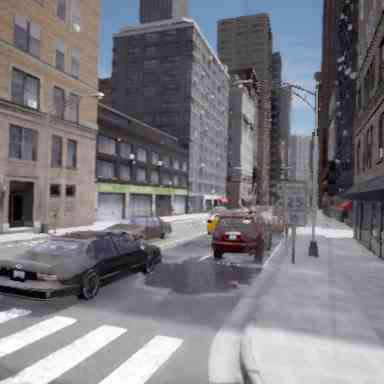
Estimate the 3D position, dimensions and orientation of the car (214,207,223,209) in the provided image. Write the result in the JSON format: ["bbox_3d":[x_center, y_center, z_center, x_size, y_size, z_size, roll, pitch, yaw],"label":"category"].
[{"bbox_3d":[3.569,2.696,44.181,1.967,1.590,4.097,1,-2,19],"label":"car"}]

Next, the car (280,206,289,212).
[{"bbox_3d":[23.082,4.178,82.838,1.882,1.535,5.008,2,-1,19],"label":"car"}]

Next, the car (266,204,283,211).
[{"bbox_3d":[9.756,2.595,36.041,2.192,1.841,5.009,1,-2,19],"label":"car"}]

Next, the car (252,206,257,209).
[{"bbox_3d":[11.011,3.570,65.499,1.947,1.339,4.313,1,-2,19],"label":"car"}]

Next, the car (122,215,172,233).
[{"bbox_3d":[-2.805,1.982,18.123,2.033,1.411,5.357,2,-1,19],"label":"car"}]

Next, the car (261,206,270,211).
[{"bbox_3d":[20.316,4.534,92.150,1.802,1.307,4.206,1,-2,19],"label":"car"}]

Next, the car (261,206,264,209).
[{"bbox_3d":[14.736,3.822,76.162,1.967,1.590,4.097,1,-2,19],"label":"car"}]

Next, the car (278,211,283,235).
[{"bbox_3d":[6.084,2.436,25.535,1.752,1.417,4.829,1,-2,19],"label":"car"}]

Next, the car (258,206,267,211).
[{"bbox_3d":[18.456,4.306,86.820,1.887,1.381,4.507,1,-2,19],"label":"car"}]

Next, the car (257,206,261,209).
[{"bbox_3d":[12.817,3.713,70.670,1.752,1.417,4.829,1,-2,19],"label":"car"}]

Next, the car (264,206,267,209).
[{"bbox_3d":[16.594,4.153,81.489,1.802,1.307,4.206,1,-2,19],"label":"car"}]

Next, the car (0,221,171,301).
[{"bbox_3d":[-2.670,1.787,9.098,2.033,1.411,5.357,2,-1,19],"label":"car"}]

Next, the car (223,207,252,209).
[{"bbox_3d":[5.899,2.852,42.850,2.033,1.411,5.357,1,-1,20],"label":"car"}]

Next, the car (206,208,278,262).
[{"bbox_3d":[2.310,1.847,14.718,2.192,1.841,5.009,1,-2,19],"label":"car"}]

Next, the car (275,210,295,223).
[{"bbox_3d":[11.612,3.017,41.366,2.008,1.369,4.403,1,-2,19],"label":"car"}]
